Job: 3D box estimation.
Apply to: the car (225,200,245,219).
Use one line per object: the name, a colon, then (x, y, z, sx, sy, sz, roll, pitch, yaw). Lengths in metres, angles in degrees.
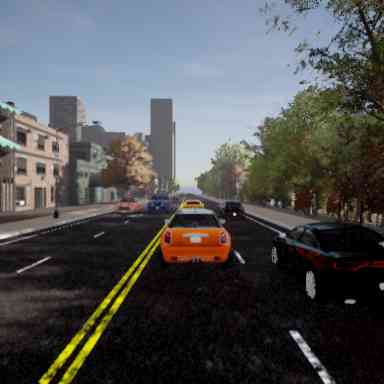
car: (3.353, 1.489, 28.521, 1.837, 1.490, 4.892, 0, 0, 0)

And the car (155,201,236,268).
car: (0.102, 1.346, 11.419, 2.097, 1.767, 4.553, 0, 0, 0)

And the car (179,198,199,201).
car: (0.104, 1.461, 30.033, 1.882, 1.535, 5.008, 0, 0, 0)

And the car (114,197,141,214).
car: (-6.588, 1.334, 34.502, 2.097, 1.767, 4.553, 0, 0, 0)

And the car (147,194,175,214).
car: (-3.341, 1.205, 35.049, 2.150, 2.045, 5.566, 0, 0, 0)

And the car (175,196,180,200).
car: (-3.593, 1.471, 76.030, 1.895, 1.301, 4.718, 0, 0, -1)

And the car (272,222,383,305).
car: (3.351, 1.473, 8.187, 1.882, 1.535, 5.008, 0, 0, 0)

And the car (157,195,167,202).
car: (-6.843, 1.401, 76.007, 1.812, 1.442, 4.674, 0, 0, -1)
